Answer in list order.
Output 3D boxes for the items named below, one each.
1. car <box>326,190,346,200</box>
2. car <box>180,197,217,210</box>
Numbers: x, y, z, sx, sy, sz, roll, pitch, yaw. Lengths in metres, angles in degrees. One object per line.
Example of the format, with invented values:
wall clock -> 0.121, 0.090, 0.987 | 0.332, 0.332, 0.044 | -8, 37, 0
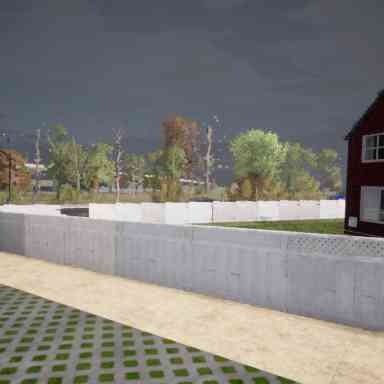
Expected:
car -> 20.057, 0.802, 42.826 | 5.566, 2.045, 2.150 | 0, 2, -18
car -> 0.678, 1.223, 36.455 | 4.181, 1.385, 1.994 | 0, 2, -18
